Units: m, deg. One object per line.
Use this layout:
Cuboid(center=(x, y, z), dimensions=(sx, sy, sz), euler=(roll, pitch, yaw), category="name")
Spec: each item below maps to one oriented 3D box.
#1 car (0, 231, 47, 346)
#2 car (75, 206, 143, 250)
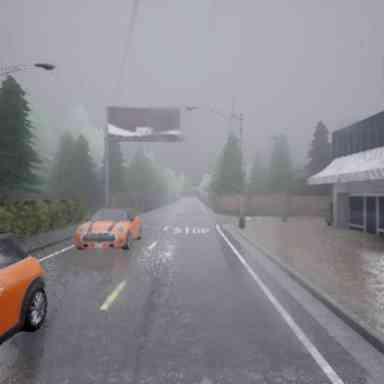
Cuboid(center=(-3.595, 1.390, 3.935), dimensions=(2.097, 1.767, 4.553), euler=(0, 0, 0), category="car")
Cuboid(center=(-3.565, 1.494, 14.985), dimensions=(2.097, 1.767, 4.553), euler=(0, 0, 0), category="car")
